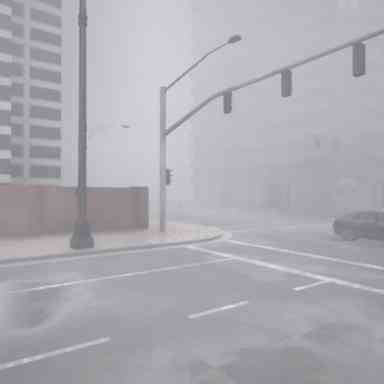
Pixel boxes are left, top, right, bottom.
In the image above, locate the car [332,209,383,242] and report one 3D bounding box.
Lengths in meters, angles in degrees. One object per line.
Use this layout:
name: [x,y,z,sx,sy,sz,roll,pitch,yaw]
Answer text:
car: [8.722,1.566,14.667,1.837,1.490,4.892,0,0,-36]
